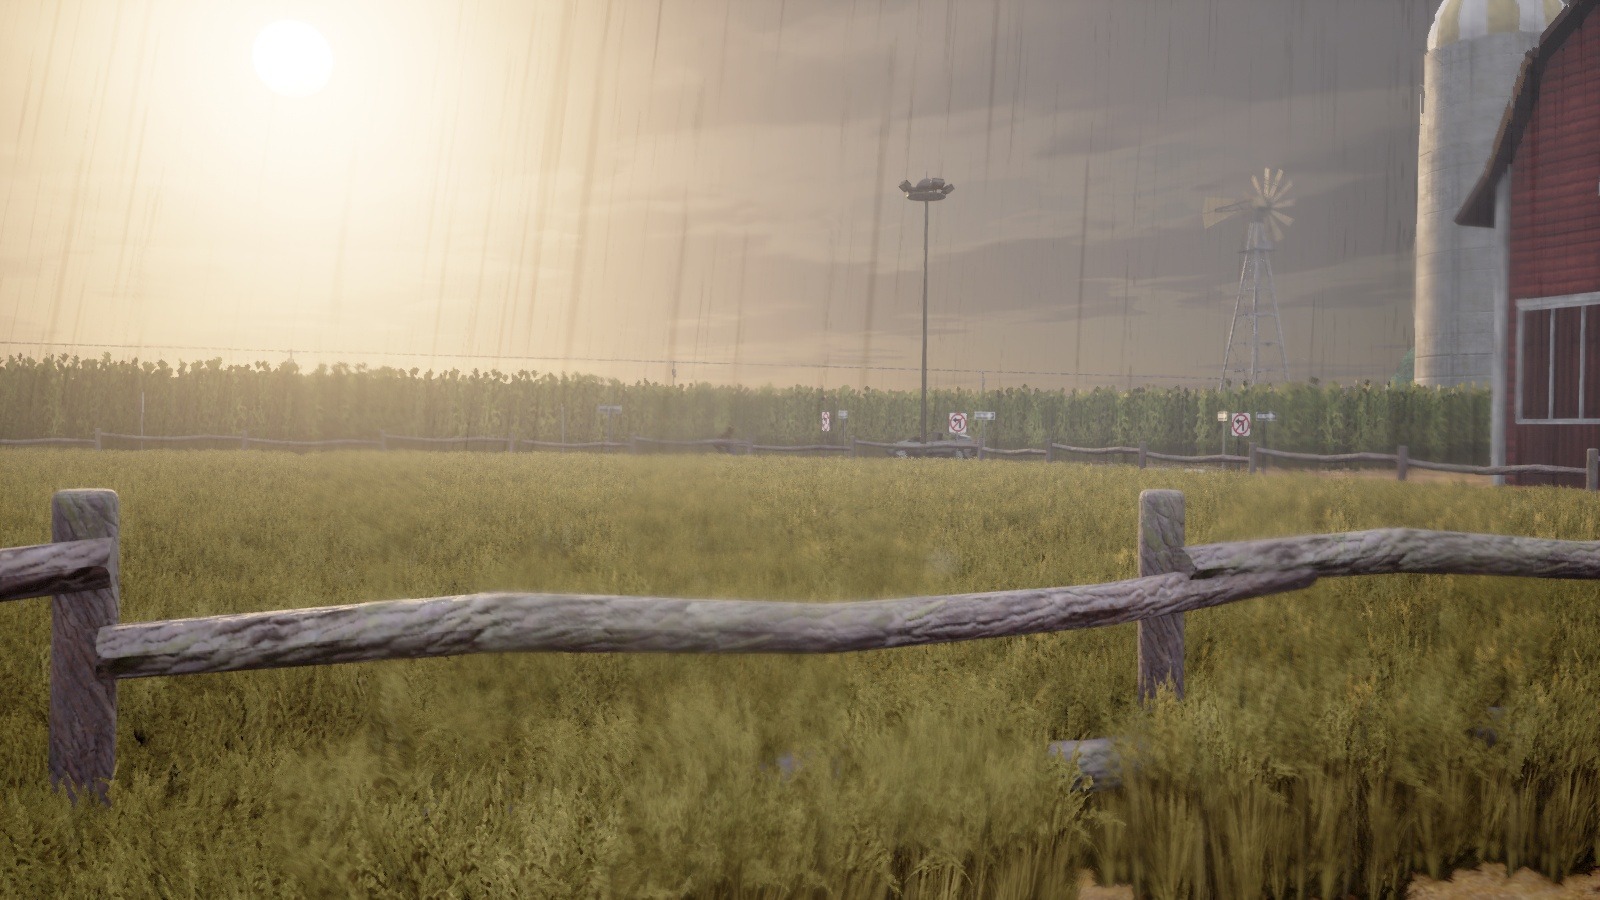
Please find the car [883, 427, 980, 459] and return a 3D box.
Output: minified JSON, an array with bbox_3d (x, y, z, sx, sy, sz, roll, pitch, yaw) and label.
[{"bbox_3d":[6.526,-0.339,62.241,4.514,1.525,2.007,0,1,17],"label":"car"}]
